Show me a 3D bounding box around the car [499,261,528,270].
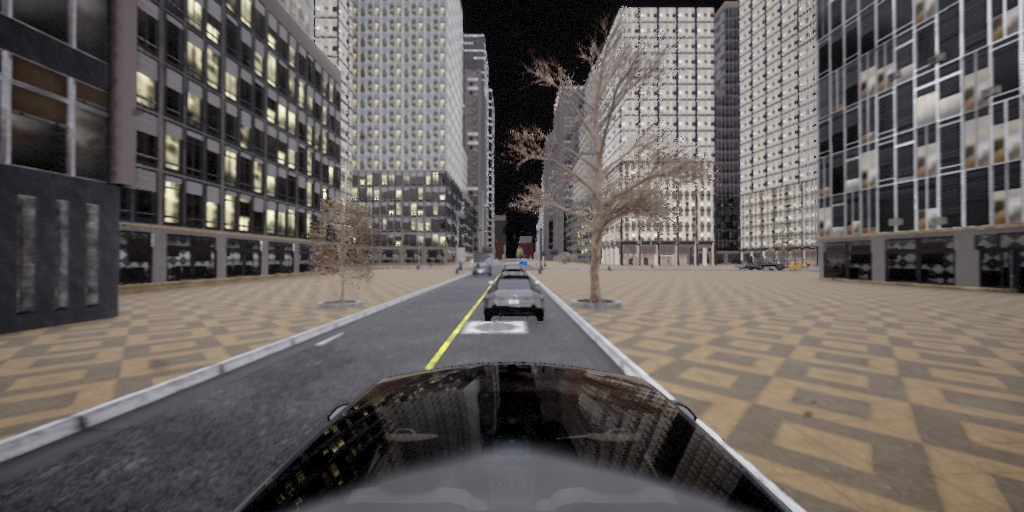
[{"bbox_3d":[0.069,1.351,27.509,2.128,1.511,4.902,0,0,0],"label":"car"}]

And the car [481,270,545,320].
[{"bbox_3d":[0.073,1.361,12.812,1.994,1.385,4.181,0,0,0],"label":"car"}]

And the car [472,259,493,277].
[{"bbox_3d":[-3.070,1.395,37.925,2.128,1.511,4.902,0,0,0],"label":"car"}]
